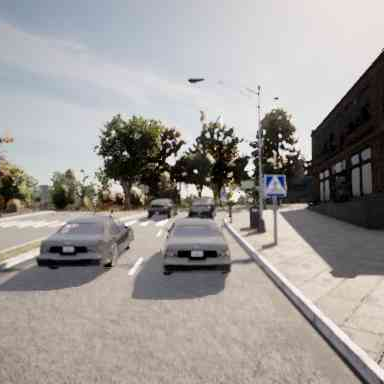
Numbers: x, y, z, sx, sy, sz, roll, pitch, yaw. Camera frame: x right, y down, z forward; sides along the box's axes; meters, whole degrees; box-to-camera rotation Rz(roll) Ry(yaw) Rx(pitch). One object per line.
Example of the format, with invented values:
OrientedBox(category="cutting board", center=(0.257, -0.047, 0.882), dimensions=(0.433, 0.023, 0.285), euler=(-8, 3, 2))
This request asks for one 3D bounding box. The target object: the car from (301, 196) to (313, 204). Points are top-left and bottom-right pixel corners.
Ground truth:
OrientedBox(category="car", center=(27.412, 1.963, 76.372), dimensions=(2.150, 2.045, 5.566), euler=(1, -4, -20))

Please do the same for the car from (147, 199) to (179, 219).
OrientedBox(category="car", center=(-2.280, 1.309, 27.201), dimensions=(1.837, 1.490, 4.892), euler=(-1, 0, 8))

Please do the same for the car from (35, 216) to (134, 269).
OrientedBox(category="car", center=(-3.174, 1.482, 10.916), dimensions=(2.033, 1.411, 5.357), euler=(0, 0, -1))

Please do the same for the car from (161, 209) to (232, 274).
OrientedBox(category="car", center=(0.077, 1.485, 10.340), dimensions=(2.033, 1.411, 5.357), euler=(0, 0, -1))

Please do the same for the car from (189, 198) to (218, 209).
OrientedBox(category="car", center=(0.927, 1.255, 26.443), dimensions=(2.128, 1.511, 4.902), euler=(-1, 1, 8))
